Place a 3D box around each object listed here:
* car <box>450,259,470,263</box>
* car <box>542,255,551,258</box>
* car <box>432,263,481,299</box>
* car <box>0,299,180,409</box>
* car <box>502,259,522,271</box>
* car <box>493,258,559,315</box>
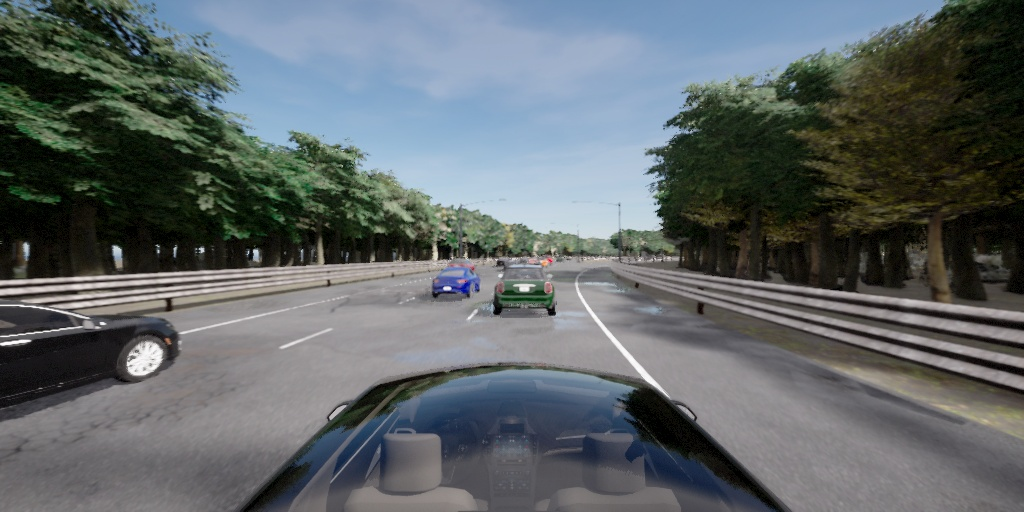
[{"bbox_3d":[-4.986,1.084,35.510,2.097,1.767,4.553,1,0,5],"label":"car"},{"bbox_3d":[5.084,1.043,61.089,2.097,1.767,4.553,0,0,9],"label":"car"},{"bbox_3d":[-2.716,1.274,18.102,1.812,1.442,4.674,0,0,3],"label":"car"},{"bbox_3d":[-6.754,1.243,4.230,1.837,1.490,4.892,0,0,1],"label":"car"},{"bbox_3d":[0.048,1.213,49.511,2.128,1.511,4.902,0,0,7],"label":"car"},{"bbox_3d":[0.500,1.105,13.861,2.097,1.767,4.553,0,0,3],"label":"car"}]
